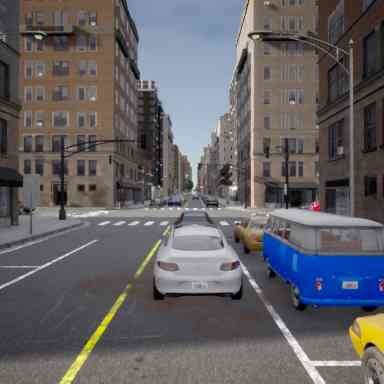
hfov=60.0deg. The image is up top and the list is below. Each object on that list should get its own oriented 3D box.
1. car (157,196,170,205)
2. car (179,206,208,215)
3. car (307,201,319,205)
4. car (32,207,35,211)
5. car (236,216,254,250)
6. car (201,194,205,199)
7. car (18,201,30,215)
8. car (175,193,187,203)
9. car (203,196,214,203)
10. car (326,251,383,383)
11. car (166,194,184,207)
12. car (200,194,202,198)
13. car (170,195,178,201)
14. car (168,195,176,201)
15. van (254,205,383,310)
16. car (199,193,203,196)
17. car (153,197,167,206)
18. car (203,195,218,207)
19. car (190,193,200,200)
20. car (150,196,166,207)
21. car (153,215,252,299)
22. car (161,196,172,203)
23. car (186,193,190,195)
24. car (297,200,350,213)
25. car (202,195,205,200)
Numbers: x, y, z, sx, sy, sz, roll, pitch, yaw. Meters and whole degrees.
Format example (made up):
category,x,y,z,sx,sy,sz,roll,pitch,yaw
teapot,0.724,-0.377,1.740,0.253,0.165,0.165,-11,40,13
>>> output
category,x,y,z,sx,sy,sz,roll,pitch,yaw
car,-5.279,1.556,62.010,2.008,1.369,4.403,1,0,1
car,0.120,1.567,15.682,1.994,1.385,4.181,0,0,0
car,15.621,1.356,35.582,5.566,2.045,2.150,0,-1,0
car,-17.899,1.370,32.412,4.892,1.490,1.837,0,-1,0
car,2.700,1.528,13.339,1.752,1.417,4.829,1,0,0
car,3.246,1.555,61.892,2.008,1.369,4.403,1,0,1
car,-17.232,1.363,29.164,4.674,1.442,1.812,0,-1,2
car,-2.454,1.482,63.842,1.882,1.535,5.008,0,0,1
car,3.327,1.548,67.422,1.887,1.381,4.507,1,0,1
car,2.679,1.526,1.992,1.752,1.417,4.829,1,0,0
car,-2.661,1.483,52.278,1.882,1.535,5.008,0,0,1
car,3.488,1.567,78.483,1.947,1.339,4.313,1,0,1
car,-4.875,1.566,89.654,1.947,1.339,4.313,1,0,1
car,-4.957,1.527,83.955,1.752,1.417,4.829,1,0,1
van,2.691,1.342,7.496,1.690,1.788,3.998,1,0,0
car,3.650,1.549,89.543,2.008,1.369,4.403,1,0,1
car,-5.360,1.571,56.481,1.947,1.339,4.313,1,0,1
car,3.084,1.571,50.832,1.947,1.339,4.313,1,0,1
car,1.008,1.523,91.881,1.812,1.442,4.674,0,0,1
car,-5.441,1.588,50.953,1.802,1.307,4.206,1,0,1
car,0.092,1.527,8.319,1.812,1.442,4.674,0,0,-1
car,-5.198,1.549,67.539,1.887,1.381,4.507,1,0,1
car,-2.233,1.358,75.318,2.097,1.767,4.553,0,0,1
car,15.272,1.712,38.830,5.357,1.411,2.033,0,-1,0
car,3.165,1.549,56.362,1.887,1.381,4.507,1,0,1
